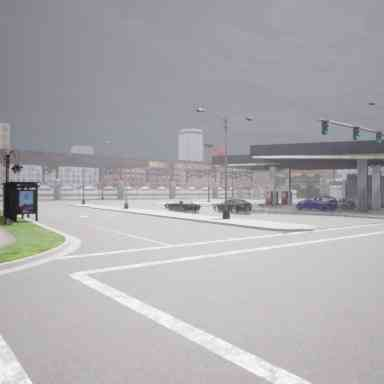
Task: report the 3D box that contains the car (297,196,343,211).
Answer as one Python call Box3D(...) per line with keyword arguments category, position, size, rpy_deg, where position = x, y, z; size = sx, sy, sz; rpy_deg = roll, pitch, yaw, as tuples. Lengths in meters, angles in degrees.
Box3D(category="car", position=(14.306, 1.294, 38.319), size=(2.242, 1.667, 4.611), rpy_deg=(0, 0, -35))

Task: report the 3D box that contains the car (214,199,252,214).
Box3D(category="car", position=(4.318, 1.504, 35.836), size=(1.837, 1.490, 4.892), rpy_deg=(0, 0, -35))

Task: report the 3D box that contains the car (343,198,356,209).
Box3D(category="car", position=(18.580, 1.455, 42.233), size=(1.970, 1.475, 3.806), rpy_deg=(0, 0, -35))

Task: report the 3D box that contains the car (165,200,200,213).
Box3D(category="car", position=(-1.139, 1.600, 37.539), size=(1.895, 1.301, 4.718), rpy_deg=(0, 0, -35))
